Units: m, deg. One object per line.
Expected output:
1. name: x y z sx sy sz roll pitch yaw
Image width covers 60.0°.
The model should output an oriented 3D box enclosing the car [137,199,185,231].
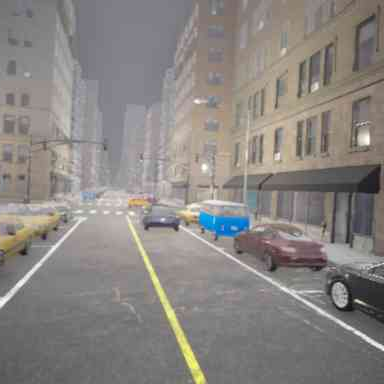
1. car: -1.951 1.381 19.433 1.994 1.385 4.181 3 0 -13

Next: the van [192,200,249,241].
1. van: 1.456 1.352 16.549 1.690 1.788 3.998 3 0 -13

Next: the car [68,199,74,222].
1. car: -8.137 1.034 20.092 2.008 1.369 4.403 3 0 -13

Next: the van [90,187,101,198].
1. van: -18.197 0.085 62.869 1.690 1.788 3.998 3 0 -13

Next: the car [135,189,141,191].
1. car: -8.633 0.589 59.406 2.192 1.841 5.009 3 0 -13

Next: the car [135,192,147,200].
1. car: -9.926 0.743 64.842 1.947 1.339 4.313 3 0 -13

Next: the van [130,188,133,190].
1. van: -12.473 0.318 75.713 1.690 1.788 3.998 3 0 -13

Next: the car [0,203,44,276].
1. car: -5.498 1.199 8.893 1.752 1.417 4.829 3 0 -13

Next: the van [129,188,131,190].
1. van: -13.752 0.216 81.148 1.690 1.788 3.998 3 0 -13

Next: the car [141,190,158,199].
1. car: -6.081 0.904 48.535 1.967 1.590 4.097 3 0 -13

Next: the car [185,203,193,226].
1. car: 0.108 1.439 22.233 1.752 1.417 4.829 3 0 -13

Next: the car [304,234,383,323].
1. car: 4.044 1.745 5.513 2.008 1.369 4.403 3 0 -13

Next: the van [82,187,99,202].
1. van: -14.358 0.372 46.559 1.690 1.788 3.998 3 0 -13

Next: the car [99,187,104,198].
1. car: -16.916 0.156 57.433 2.192 1.841 5.009 3 0 -13

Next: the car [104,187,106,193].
1. car: -22.047 -0.014 79.181 1.887 1.381 4.507 3 0 -13

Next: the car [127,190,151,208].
1. car: -6.183 0.991 37.699 1.882 1.535 5.008 3 1 -13

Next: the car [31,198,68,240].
1. car: -6.798 1.106 14.411 1.752 1.417 4.829 3 0 -13

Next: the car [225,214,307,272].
1. car: 2.743 1.686 11.032 1.802 1.307 4.206 3 0 -13
